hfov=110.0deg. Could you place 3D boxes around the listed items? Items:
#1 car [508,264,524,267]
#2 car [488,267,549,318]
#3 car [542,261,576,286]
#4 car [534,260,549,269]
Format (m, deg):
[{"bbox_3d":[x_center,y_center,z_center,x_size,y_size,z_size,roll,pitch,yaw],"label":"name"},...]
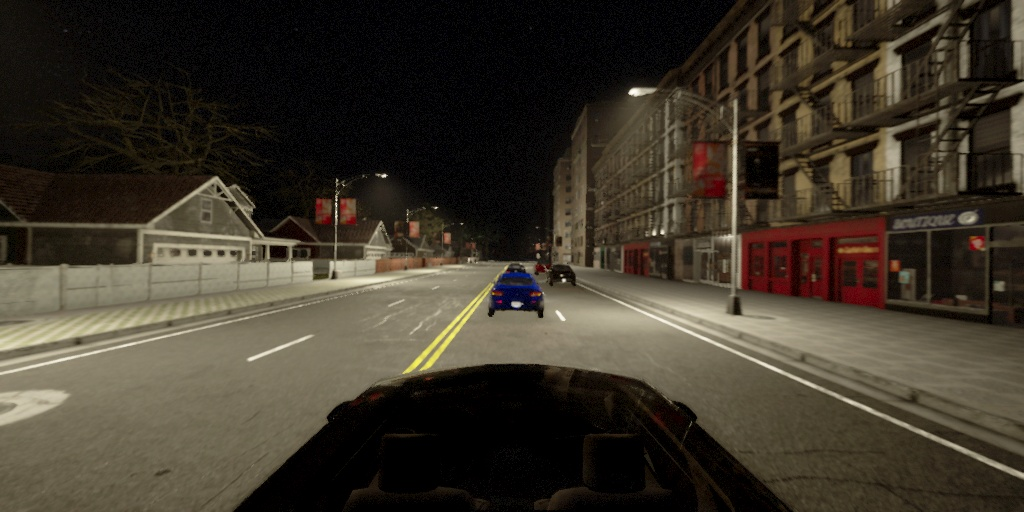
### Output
[{"bbox_3d":[0.339,1.380,31.753,2.033,1.411,5.357,1,0,1],"label":"car"},{"bbox_3d":[0.155,1.312,13.208,1.812,1.442,4.674,1,0,1],"label":"car"},{"bbox_3d":[3.536,1.379,26.560,1.837,1.490,4.892,1,0,1],"label":"car"},{"bbox_3d":[3.692,1.258,41.982,2.097,1.767,4.553,1,0,1],"label":"car"}]
